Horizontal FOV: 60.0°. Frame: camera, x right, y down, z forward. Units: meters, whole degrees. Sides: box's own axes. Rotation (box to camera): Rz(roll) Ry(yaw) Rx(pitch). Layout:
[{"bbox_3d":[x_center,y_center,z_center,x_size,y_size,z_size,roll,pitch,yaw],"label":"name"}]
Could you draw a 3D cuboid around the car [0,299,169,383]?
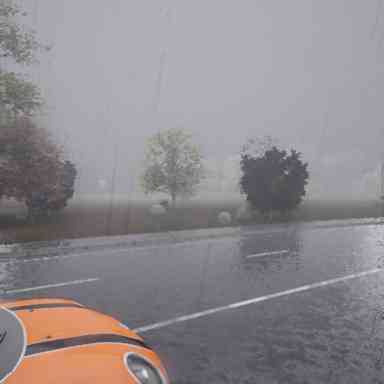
[{"bbox_3d":[-2.323,1.347,2.031,4.553,1.767,2.097,0,0,-36],"label":"car"}]
